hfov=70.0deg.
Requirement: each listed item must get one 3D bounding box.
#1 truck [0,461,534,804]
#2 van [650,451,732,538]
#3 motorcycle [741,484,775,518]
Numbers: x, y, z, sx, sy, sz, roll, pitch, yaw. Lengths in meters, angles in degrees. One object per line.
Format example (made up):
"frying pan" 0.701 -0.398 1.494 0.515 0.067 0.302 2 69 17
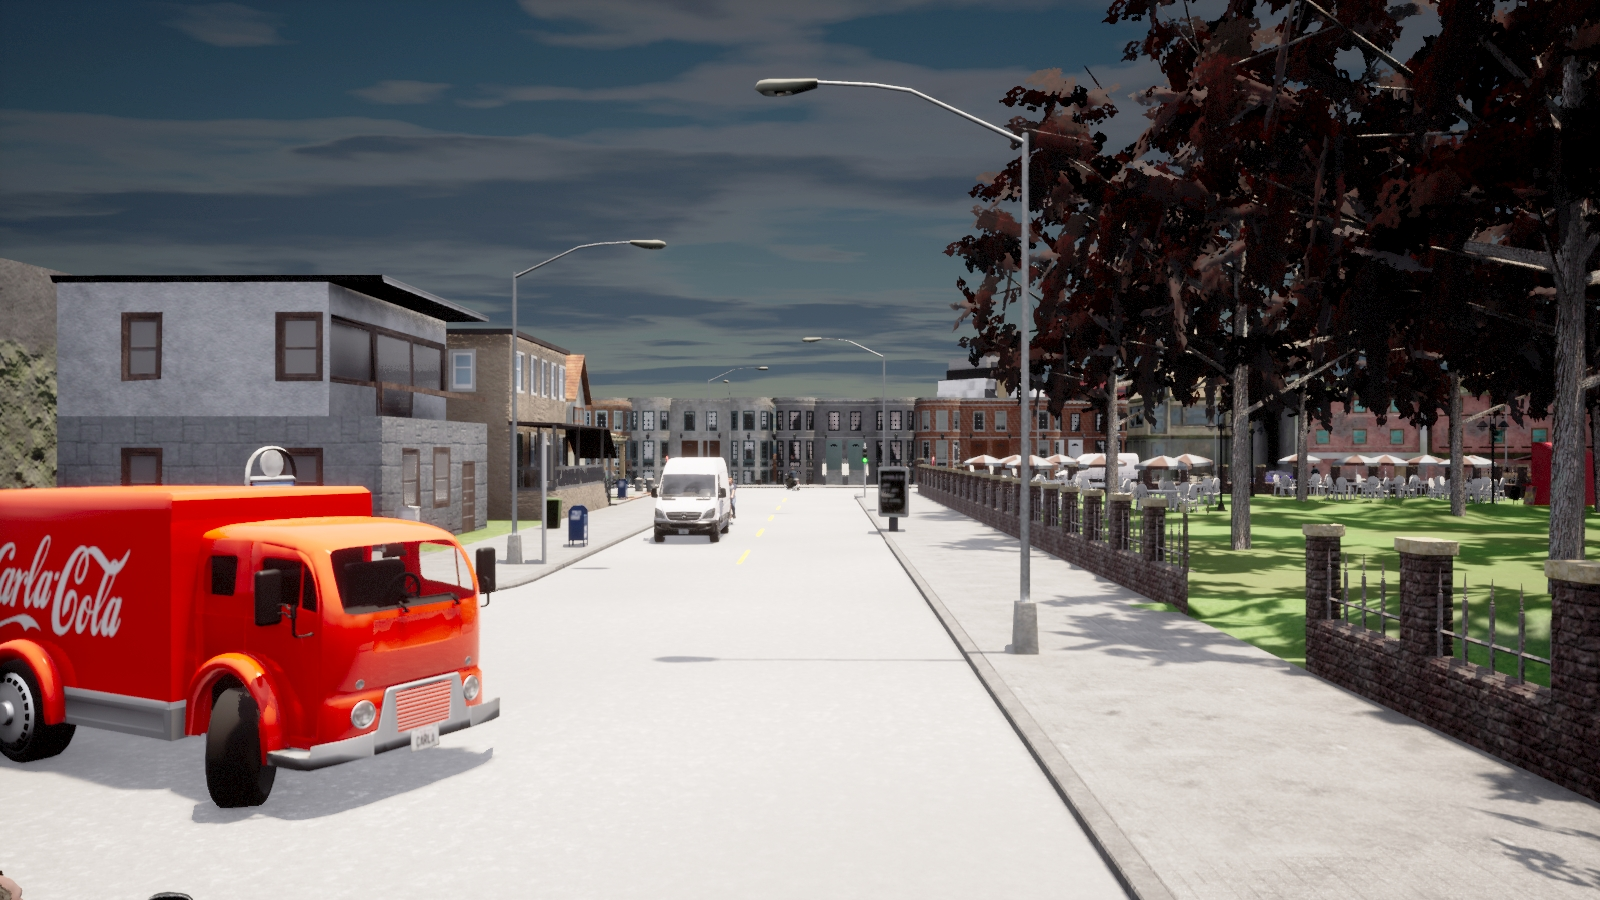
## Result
"truck" -5.384 1.353 10.703 5.204 2.467 2.627 0 0 29
"van" -3.393 1.314 36.728 1.988 2.561 5.915 0 0 1
"motorcycle" -1.677 1.985 45.065 0.867 1.251 2.209 0 0 -15
